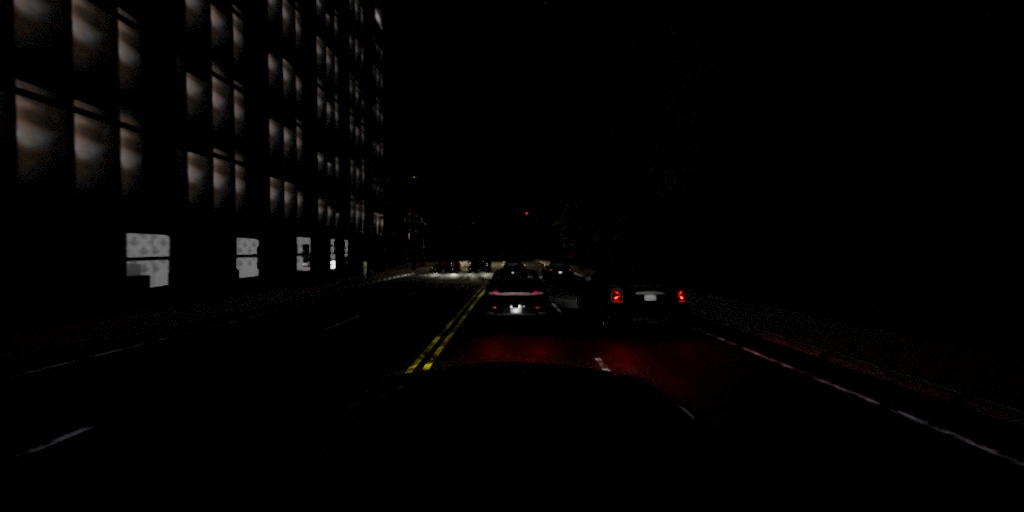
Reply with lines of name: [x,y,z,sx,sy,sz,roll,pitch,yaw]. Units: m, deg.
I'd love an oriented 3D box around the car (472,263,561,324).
car: [0.104,1.151,11.511,2.128,1.511,4.902,0,0,0]

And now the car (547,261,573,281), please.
car: [3.360,1.084,26.830,1.994,1.385,4.181,0,1,0]

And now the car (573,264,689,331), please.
car: [3.352,1.018,10.810,2.097,1.767,4.553,0,1,0]

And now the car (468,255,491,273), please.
car: [-3.257,0.777,37.075,2.097,1.767,4.553,0,1,1]

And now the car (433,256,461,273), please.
car: [-6.516,0.783,36.388,2.097,1.767,4.553,0,1,1]

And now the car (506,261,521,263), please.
car: [0.110,1.084,26.821,1.994,1.385,4.181,0,1,0]
